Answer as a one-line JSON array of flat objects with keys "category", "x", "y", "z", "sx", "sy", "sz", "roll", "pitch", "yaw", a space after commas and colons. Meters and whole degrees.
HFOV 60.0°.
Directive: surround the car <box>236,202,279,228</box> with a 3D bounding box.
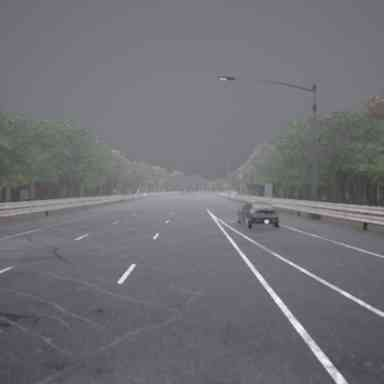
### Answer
[{"category": "car", "x": 4.041, "y": 1.406, "z": 20.995, "sx": 1.837, "sy": 1.490, "sz": 4.892, "roll": 0, "pitch": 0, "yaw": -3}]
